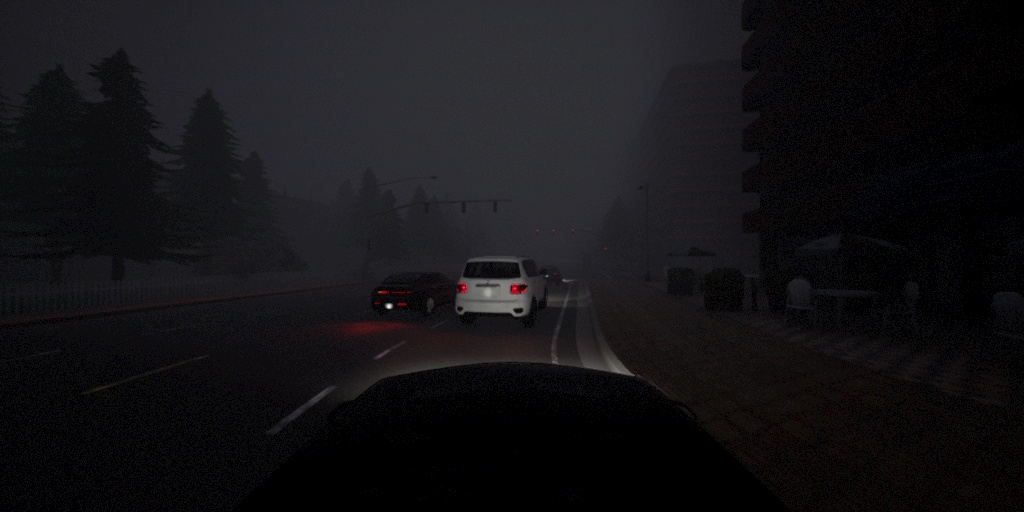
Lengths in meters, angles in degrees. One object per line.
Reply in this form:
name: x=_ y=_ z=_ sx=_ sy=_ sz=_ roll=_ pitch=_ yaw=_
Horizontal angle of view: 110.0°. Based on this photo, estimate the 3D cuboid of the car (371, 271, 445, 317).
car: x=-3.380 y=1.299 z=13.580 sx=1.837 sy=1.490 sz=4.892 roll=0 pitch=0 yaw=11

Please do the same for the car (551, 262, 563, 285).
car: x=2.831 y=1.407 z=27.683 sx=1.994 sy=1.385 sz=4.181 roll=0 pitch=0 yaw=11

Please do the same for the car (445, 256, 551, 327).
car: x=-0.124 y=1.011 z=12.013 sx=2.150 sy=2.045 sz=5.566 roll=0 pitch=0 yaw=11
